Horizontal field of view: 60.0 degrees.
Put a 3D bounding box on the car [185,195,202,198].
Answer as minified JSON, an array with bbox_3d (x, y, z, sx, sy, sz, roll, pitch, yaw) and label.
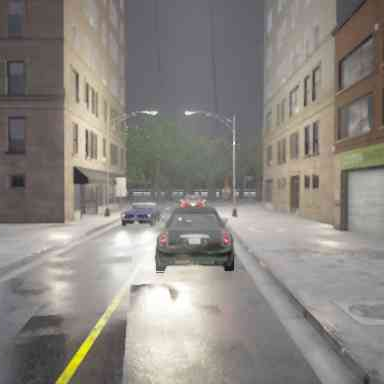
[{"bbox_3d":[0.091,1.022,27.558,2.097,1.767,4.553,0,1,0],"label":"car"}]

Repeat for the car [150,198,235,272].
[{"bbox_3d":[0.097,1.225,10.454,2.097,1.767,4.553,0,1,1],"label":"car"}]

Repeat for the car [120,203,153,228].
[{"bbox_3d":[-3.040,1.355,20.487,1.895,1.301,4.718,0,1,1],"label":"car"}]
